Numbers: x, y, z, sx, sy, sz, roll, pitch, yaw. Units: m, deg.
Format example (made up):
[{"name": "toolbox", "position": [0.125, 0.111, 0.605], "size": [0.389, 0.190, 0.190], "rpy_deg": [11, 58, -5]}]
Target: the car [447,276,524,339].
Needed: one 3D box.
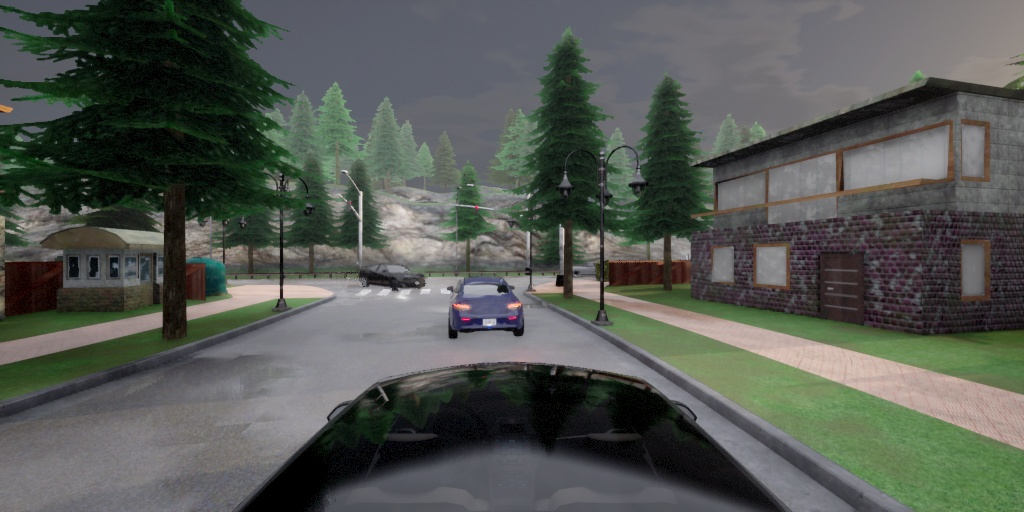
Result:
[{"name": "car", "position": [-0.834, 1.276, 10.086], "size": [1.812, 1.442, 4.674], "rpy_deg": [0, 0, -9]}]

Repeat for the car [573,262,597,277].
[{"name": "car", "position": [6.873, 1.194, 32.218], "size": [4.718, 1.301, 1.895], "rpy_deg": [0, 0, -12]}]

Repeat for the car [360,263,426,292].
[{"name": "car", "position": [-7.105, 1.173, 21.308], "size": [5.008, 1.535, 1.882], "rpy_deg": [1, 0, 40]}]
